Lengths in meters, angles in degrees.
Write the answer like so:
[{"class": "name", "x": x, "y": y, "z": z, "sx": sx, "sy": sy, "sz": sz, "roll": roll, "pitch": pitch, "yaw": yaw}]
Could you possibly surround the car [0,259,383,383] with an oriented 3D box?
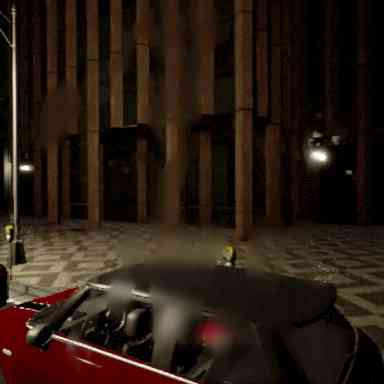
[{"class": "car", "x": -0.438, "y": 1.419, "z": 3.224, "sx": 4.097, "sy": 1.590, "sz": 1.967, "roll": 0, "pitch": 0, "yaw": 33}]
